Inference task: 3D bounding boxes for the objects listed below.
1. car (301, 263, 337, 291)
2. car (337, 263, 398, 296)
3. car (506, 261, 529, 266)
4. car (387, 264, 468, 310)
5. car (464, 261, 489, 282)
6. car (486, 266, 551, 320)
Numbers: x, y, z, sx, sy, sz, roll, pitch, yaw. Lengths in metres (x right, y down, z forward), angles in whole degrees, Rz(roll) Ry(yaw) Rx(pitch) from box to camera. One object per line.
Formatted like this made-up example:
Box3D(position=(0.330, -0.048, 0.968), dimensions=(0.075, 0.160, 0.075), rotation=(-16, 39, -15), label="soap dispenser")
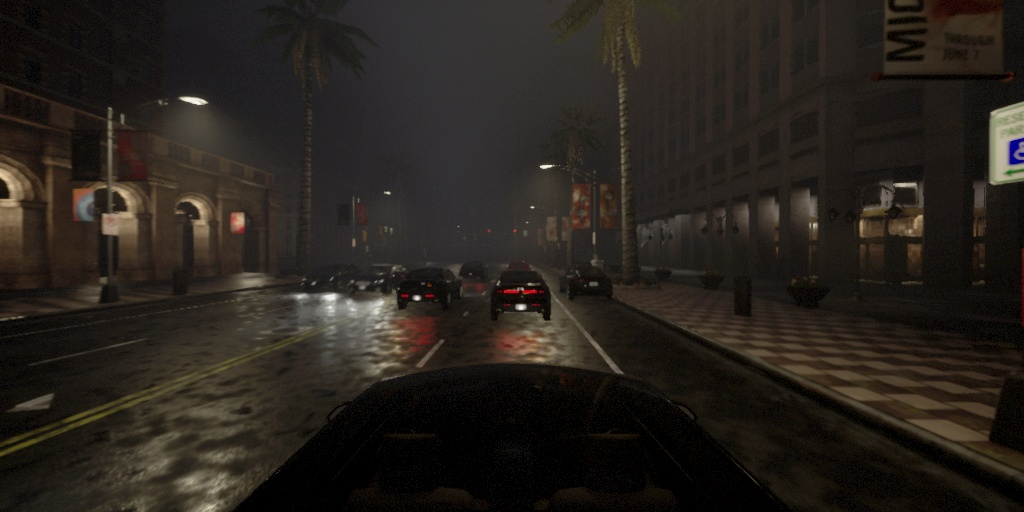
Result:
Box3D(position=(-10.247, 1.171, 21.031), dimensions=(1.837, 1.490, 4.892), rotation=(0, 0, 1), label="car")
Box3D(position=(-6.788, 1.173, 18.836), dimensions=(2.128, 1.511, 4.902), rotation=(0, 0, 1), label="car")
Box3D(position=(0.551, 1.151, 28.276), dimensions=(1.882, 1.535, 5.008), rotation=(0, 0, 1), label="car")
Box3D(position=(-3.172, 1.205, 14.555), dimensions=(1.837, 1.490, 4.892), rotation=(0, -1, 1), label="car")
Box3D(position=(-2.943, 1.141, 28.299), dimensions=(1.882, 1.535, 5.008), rotation=(0, 0, 1), label="car")
Box3D(position=(0.293, 1.220, 12.439), dimensions=(1.837, 1.490, 4.892), rotation=(0, -1, 1), label="car")
